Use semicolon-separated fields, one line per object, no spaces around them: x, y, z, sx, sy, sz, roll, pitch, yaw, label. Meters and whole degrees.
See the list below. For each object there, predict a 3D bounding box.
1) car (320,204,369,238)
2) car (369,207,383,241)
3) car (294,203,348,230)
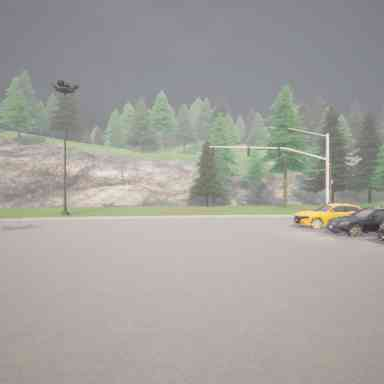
9.466;1.526;17.341;4.674;1.442;1.812;0;0;-6;car
10.322;1.352;13.912;4.553;1.767;2.097;0;0;-5;car
8.937;1.477;20.818;5.008;1.535;1.882;0;0;-5;car
